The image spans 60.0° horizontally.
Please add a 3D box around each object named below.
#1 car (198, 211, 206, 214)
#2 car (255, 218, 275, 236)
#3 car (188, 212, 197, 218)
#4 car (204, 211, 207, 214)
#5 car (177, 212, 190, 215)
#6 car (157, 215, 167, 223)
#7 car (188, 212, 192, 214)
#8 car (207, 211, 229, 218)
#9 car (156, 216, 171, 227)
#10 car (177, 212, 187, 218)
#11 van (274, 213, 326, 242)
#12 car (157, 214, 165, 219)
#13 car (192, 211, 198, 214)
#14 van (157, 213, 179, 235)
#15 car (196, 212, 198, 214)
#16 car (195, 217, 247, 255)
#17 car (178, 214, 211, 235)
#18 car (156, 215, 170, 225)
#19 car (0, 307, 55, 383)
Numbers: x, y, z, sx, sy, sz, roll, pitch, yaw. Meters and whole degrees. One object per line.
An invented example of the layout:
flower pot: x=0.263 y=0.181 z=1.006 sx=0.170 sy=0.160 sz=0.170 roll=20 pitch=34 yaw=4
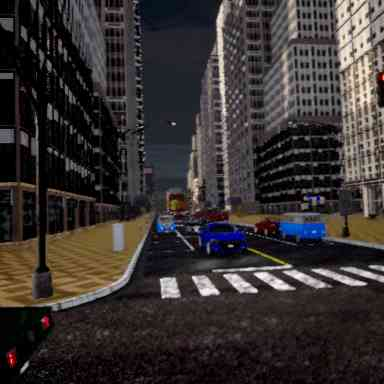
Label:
car: x=3.027 y=4.360 z=60.254 sx=2.192 sy=1.841 sz=5.009 roll=-2 pitch=-3 yaw=-6
car: x=6.466 y=2.760 z=27.237 sx=1.887 sy=1.381 sz=4.507 roll=-2 pitch=-3 yaw=-6
car: x=0.175 y=6.100 z=87.920 sx=1.752 sy=1.417 sz=4.829 roll=-2 pitch=-3 yaw=-6
car: x=3.602 y=4.285 z=54.739 sx=1.887 sy=1.381 sz=4.507 roll=-2 pitch=-3 yaw=-6
car: x=-1.804 y=4.303 z=51.617 sx=1.812 sy=1.442 sz=4.674 roll=-2 pitch=-3 yaw=-6
car: x=-5.863 y=5.190 z=64.866 sx=1.802 sy=1.307 sz=4.206 roll=-2 pitch=-3 yaw=-6
car: x=0.762 y=5.812 z=82.248 sx=2.008 sy=1.369 sz=4.403 roll=-2 pitch=-3 yaw=-6
car: x=4.163 y=3.751 z=49.250 sx=2.192 sy=1.841 sz=5.009 roll=-2 pitch=-3 yaw=-6
car: x=-4.159 y=4.261 z=48.362 sx=1.947 sy=1.339 sz=4.313 roll=-2 pitch=-3 yaw=-6
car: x=-2.769 y=6.319 z=90.219 sx=2.128 sy=1.511 sz=4.902 roll=-2 pitch=-3 yaw=-6
van: x=7.117 y=2.249 z=21.757 sx=1.690 sy=1.788 sz=3.998 roll=-2 pitch=-3 yaw=-6
car: x=-8.136 y=6.407 z=86.873 sx=1.802 sy=1.307 sz=4.206 roll=-2 pitch=-3 yaw=-6
car: x=1.891 y=4.968 z=71.257 sx=2.192 sy=1.841 sz=5.009 roll=-2 pitch=-3 yaw=-6
van: x=-2.462 y=3.123 z=31.869 sx=1.690 sy=1.788 sz=3.998 roll=-2 pitch=-3 yaw=-6
car: x=2.467 y=4.915 z=65.743 sx=1.947 sy=1.339 sz=4.313 roll=-2 pitch=-3 yaw=-6
car: x=1.563 y=2.399 z=18.078 sx=1.882 sy=1.535 sz=5.008 roll=-2 pitch=-3 yaw=-6
car: x=0.169 y=3.160 z=31.605 sx=2.128 sy=1.511 sz=4.902 roll=-2 pitch=-3 yaw=-6
car: x=-4.728 y=4.551 z=53.864 sx=2.008 sy=1.369 sz=4.403 roll=-2 pitch=-3 yaw=-6
car: x=-4.343 y=1.967 z=3.991 sx=4.718 sy=1.301 sz=1.895 roll=-1 pitch=-3 yaw=-7
